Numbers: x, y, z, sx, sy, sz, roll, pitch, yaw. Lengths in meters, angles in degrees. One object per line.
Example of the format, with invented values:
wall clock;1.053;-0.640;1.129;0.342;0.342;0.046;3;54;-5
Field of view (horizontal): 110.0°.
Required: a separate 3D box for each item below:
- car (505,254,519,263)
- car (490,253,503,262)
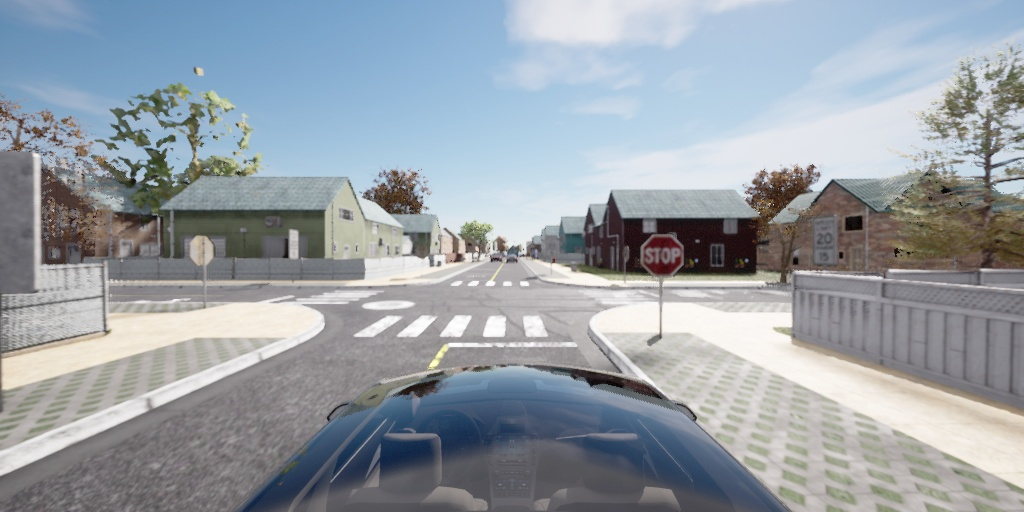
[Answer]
car;0.002;0.433;59.285;1.812;1.442;4.674;0;1;0
car;-2.747;0.207;63.898;2.097;1.767;4.553;0;1;0
